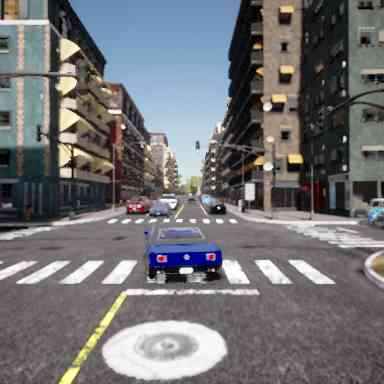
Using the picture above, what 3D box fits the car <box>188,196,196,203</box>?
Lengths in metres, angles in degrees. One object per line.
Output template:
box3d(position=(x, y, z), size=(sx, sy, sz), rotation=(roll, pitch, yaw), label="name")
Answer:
box3d(position=(-0.006, 1.685, 74.821), size=(1.812, 1.442, 4.674), rotation=(0, 0, 0), label="car")

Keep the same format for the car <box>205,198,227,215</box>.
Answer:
box3d(position=(2.698, 1.641, 35.396), size=(1.947, 1.339, 4.313), rotation=(1, 0, 0), label="car")

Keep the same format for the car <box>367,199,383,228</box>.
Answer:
box3d(position=(13.333, 1.301, 19.637), size=(4.553, 1.767, 2.097), rotation=(0, -1, 0), label="car")

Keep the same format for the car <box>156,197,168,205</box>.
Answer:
box3d(position=(-5.683, 1.701, 63.290), size=(1.947, 1.339, 4.313), rotation=(1, 0, 0), label="car")

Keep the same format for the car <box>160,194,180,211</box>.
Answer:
box3d(position=(-3.081, 1.313, 43.367), size=(2.150, 2.045, 5.566), rotation=(0, 0, 0), label="car")

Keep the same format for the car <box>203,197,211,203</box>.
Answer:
box3d(position=(2.698, 1.669, 40.966), size=(1.802, 1.307, 4.206), rotation=(1, 0, 0), label="car")

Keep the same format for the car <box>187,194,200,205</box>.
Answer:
box3d(position=(-0.005, 1.630, 64.438), size=(2.128, 1.511, 4.902), rotation=(0, 0, 0), label="car")

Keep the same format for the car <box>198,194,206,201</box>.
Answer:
box3d(position=(2.698, 1.513, 91.107), size=(2.192, 1.841, 5.009), rotation=(1, 0, 0), label="car")

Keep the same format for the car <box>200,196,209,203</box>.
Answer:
box3d(position=(2.696, 1.705, 74.393), size=(1.887, 1.381, 4.507), rotation=(1, 0, 0), label="car")

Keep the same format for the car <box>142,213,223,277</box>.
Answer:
box3d(position=(-0.528, 1.592, 10.343), size=(1.895, 1.301, 4.718), rotation=(0, 1, -10), label="car")

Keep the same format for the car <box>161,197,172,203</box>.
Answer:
box3d(position=(-5.685, 1.726, 74.432), size=(1.947, 1.339, 4.313), rotation=(1, 0, 0), label="car")

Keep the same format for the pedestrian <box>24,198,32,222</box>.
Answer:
box3d(position=(-12.531, 1.386, 25.360), size=(0.375, 1.860, 0.375), rotation=(0, 0, 0), label="pedestrian")

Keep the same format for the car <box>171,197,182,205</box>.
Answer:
box3d(position=(-3.004, 1.641, 63.718), size=(1.837, 1.490, 4.892), rotation=(0, 0, 0), label="car")

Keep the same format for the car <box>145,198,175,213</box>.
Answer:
box3d(position=(-3.105, 1.618, 33.365), size=(2.033, 1.411, 5.357), rotation=(0, 0, 0), label="car")

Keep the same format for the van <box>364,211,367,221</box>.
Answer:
box3d(position=(13.762, 1.330, 22.217), size=(3.998, 1.788, 1.690), rotation=(0, -1, 0), label="van")

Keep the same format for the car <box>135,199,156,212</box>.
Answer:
box3d(position=(-5.682, 1.632, 41.006), size=(1.887, 1.381, 4.507), rotation=(1, 0, 0), label="car")

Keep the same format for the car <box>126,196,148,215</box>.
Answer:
box3d(position=(-5.678, 1.390, 35.435), size=(2.192, 1.841, 5.009), rotation=(1, 0, 0), label="car")

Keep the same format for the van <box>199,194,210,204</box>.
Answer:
box3d(position=(2.699, 1.477, 63.252), size=(1.690, 1.788, 3.998), rotation=(1, 0, 0), label="van")
